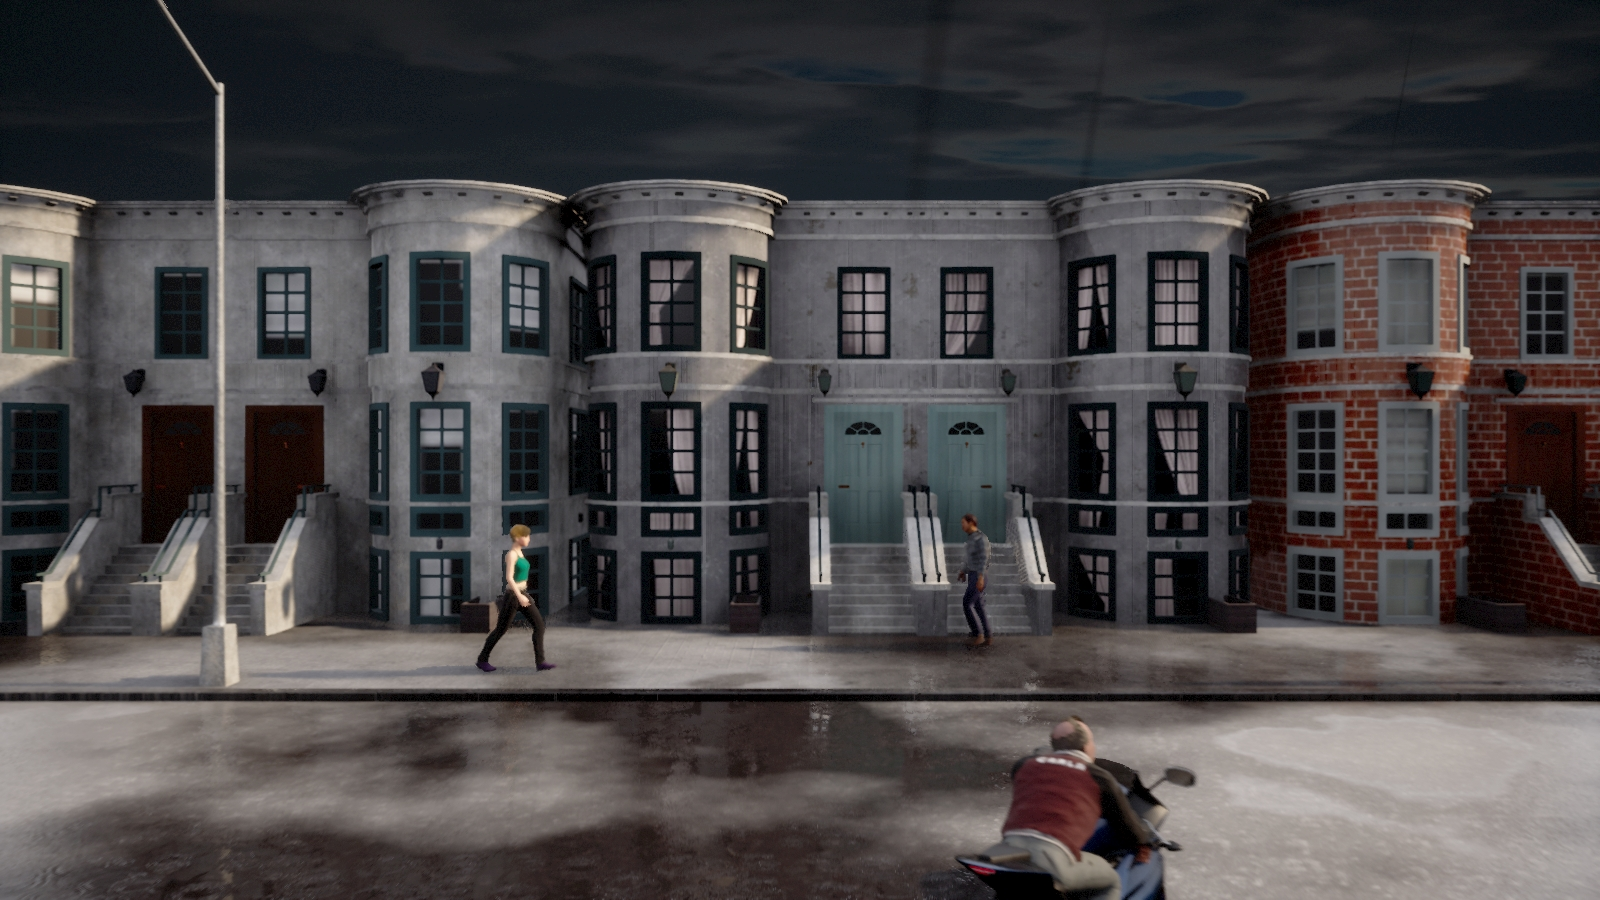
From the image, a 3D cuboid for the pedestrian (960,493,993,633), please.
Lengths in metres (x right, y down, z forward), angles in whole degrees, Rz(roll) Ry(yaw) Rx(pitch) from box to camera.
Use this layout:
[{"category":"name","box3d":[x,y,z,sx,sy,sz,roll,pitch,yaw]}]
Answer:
[{"category":"pedestrian","box3d":[2.392,1.524,15.520,0.375,1.860,0.375,0,0,-2]}]

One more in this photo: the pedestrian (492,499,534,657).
[{"category":"pedestrian","box3d":[-3.455,1.524,13.762,0.375,1.860,0.375,0,0,7]}]
